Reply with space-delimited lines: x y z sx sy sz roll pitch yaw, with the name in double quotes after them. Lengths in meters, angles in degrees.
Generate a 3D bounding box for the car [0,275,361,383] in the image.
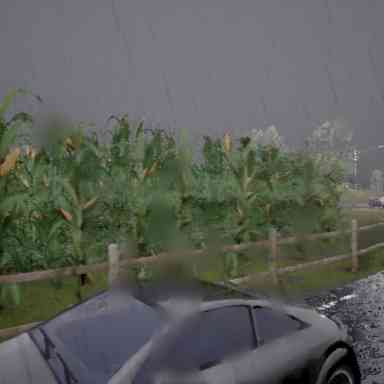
-0.355 1.562 2.934 4.181 1.385 1.994 0 0 -37 "car"

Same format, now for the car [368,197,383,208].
24.295 1.355 42.184 2.033 1.411 5.357 0 0 6 "car"
